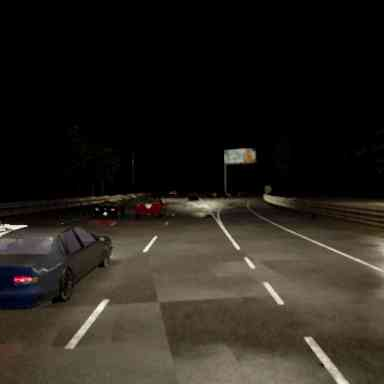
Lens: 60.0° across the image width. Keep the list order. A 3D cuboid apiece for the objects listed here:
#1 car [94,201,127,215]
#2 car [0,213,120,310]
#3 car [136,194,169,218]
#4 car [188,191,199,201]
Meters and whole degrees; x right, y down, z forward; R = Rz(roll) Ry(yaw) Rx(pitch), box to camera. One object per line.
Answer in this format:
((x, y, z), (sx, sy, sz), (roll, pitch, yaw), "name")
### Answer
((-6.823, 1.406, 28.415), (1.895, 1.301, 4.718), (0, 0, 0), "car")
((-3.385, 1.492, 7.976), (2.033, 1.411, 5.357), (0, 0, 0), "car")
((-3.319, 1.162, 27.631), (2.097, 1.767, 4.553), (0, 0, 0), "car")
((0.312, 1.056, 65.370), (1.812, 1.442, 4.674), (0, 1, 0), "car")
